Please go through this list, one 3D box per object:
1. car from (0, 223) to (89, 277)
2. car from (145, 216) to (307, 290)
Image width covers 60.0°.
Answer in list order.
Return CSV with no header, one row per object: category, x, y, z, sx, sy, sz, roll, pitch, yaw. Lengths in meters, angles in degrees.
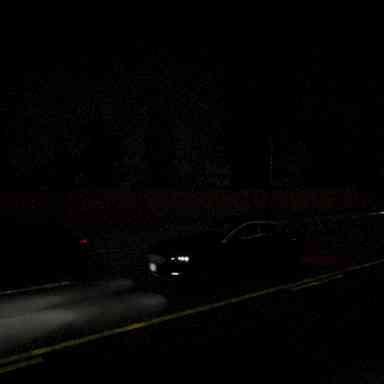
car,-5.010,1.558,9.017,4.181,1.385,1.994,0,0,-36
car,1.096,1.452,9.081,4.902,1.511,2.128,0,0,-36
